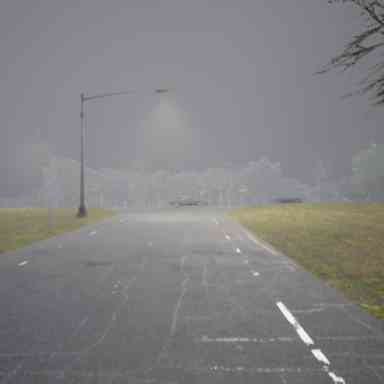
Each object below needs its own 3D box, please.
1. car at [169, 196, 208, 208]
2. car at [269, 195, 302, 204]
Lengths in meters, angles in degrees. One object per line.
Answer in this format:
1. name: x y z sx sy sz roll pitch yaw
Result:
1. car: -0.415 1.249 41.717 4.902 1.511 2.128 0 -2 -1
2. car: 13.765 1.183 48.963 4.674 1.442 1.812 -2 -3 -1
